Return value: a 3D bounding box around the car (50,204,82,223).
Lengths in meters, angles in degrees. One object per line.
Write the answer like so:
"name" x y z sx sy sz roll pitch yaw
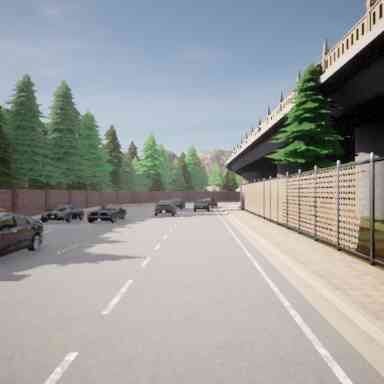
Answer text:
"car" -9.908 1.591 25.800 1.994 1.385 4.181 0 0 2

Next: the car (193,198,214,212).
"car" 1.168 1.534 39.725 2.128 1.511 4.902 0 0 2

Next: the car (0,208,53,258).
"car" -6.825 1.516 11.257 1.837 1.490 4.892 0 0 2

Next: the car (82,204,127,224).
"car" -6.362 1.628 25.247 1.895 1.301 4.718 0 0 2

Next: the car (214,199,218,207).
"car" 2.589 1.579 49.948 1.812 1.442 4.674 0 0 15

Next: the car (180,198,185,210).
"car" -1.998 1.539 44.201 2.128 1.511 4.902 0 0 5

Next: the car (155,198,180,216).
"car" -2.532 1.538 32.961 1.837 1.490 4.892 0 -1 1
